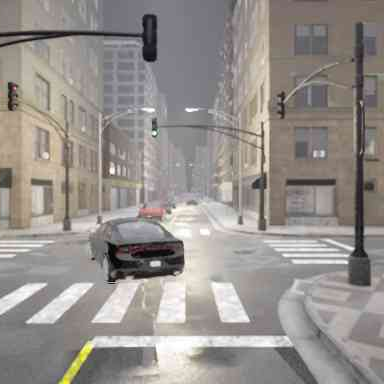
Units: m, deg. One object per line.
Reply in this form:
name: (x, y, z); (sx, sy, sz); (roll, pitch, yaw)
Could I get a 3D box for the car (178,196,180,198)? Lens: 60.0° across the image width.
car: (-3.131, 1.627, 46.504); (1.837, 1.490, 4.892); (0, 0, 0)

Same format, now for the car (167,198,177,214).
car: (-3.115, 1.642, 36.330); (2.033, 1.411, 5.357); (0, 0, 0)

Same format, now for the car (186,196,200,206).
car: (-0.007, 1.752, 57.638); (1.895, 1.301, 4.718); (0, 0, 0)

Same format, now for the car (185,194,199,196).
car: (-0.105, 1.705, 67.730); (1.812, 1.442, 4.674); (0, 0, 0)

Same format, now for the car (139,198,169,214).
car: (-3.133, 1.547, 26.598); (1.882, 1.535, 5.008); (0, 0, -1)

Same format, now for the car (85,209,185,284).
car: (-1.887, 1.505, 9.936); (1.882, 1.535, 5.008); (0, 0, -25)
